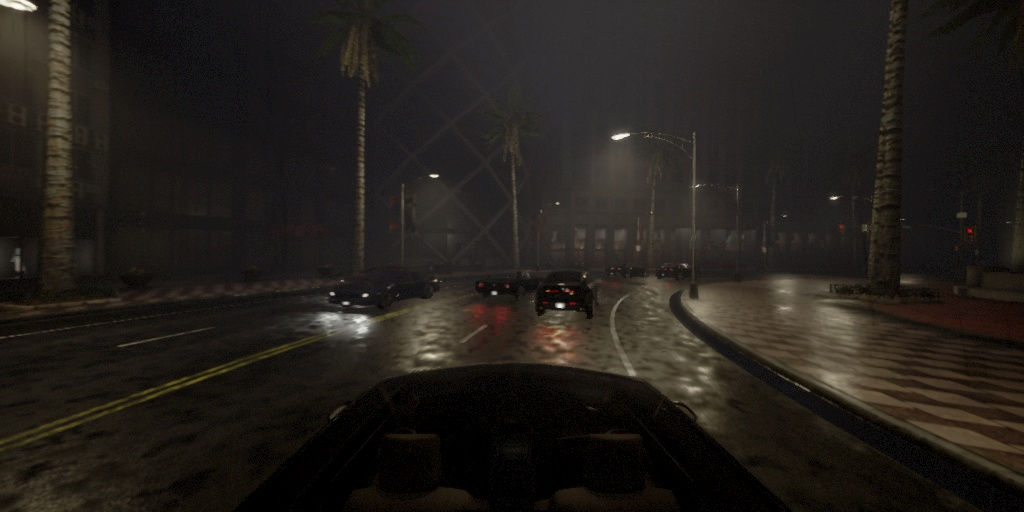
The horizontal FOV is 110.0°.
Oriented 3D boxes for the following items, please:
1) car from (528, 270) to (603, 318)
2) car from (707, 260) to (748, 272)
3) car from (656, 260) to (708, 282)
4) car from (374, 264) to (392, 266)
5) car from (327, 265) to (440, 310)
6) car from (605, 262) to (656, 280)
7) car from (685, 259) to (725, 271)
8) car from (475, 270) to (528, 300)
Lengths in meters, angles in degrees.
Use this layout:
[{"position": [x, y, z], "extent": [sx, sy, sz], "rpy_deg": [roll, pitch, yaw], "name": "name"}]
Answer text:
[{"position": [2.155, 1.252, 13.172], "extent": [1.837, 1.490, 4.892], "rpy_deg": [0, 0, 17], "name": "car"}, {"position": [25.192, 1.132, 42.439], "extent": [4.718, 1.301, 1.895], "rpy_deg": [0, 0, -9], "name": "car"}, {"position": [14.039, 1.305, 30.164], "extent": [4.902, 1.511, 2.128], "rpy_deg": [0, 0, -37], "name": "car"}, {"position": [-6.927, 1.188, 19.243], "extent": [1.812, 1.442, 4.674], "rpy_deg": [0, 0, 22], "name": "car"}, {"position": [-4.932, 1.234, 14.831], "extent": [2.033, 1.411, 5.357], "rpy_deg": [0, 0, 17], "name": "car"}, {"position": [10.169, 1.271, 31.523], "extent": [4.902, 1.511, 2.128], "rpy_deg": [0, 0, -41], "name": "car"}, {"position": [24.669, 1.143, 45.900], "extent": [4.181, 1.385, 1.994], "rpy_deg": [0, 0, -9], "name": "car"}, {"position": [0.066, 1.323, 17.674], "extent": [1.895, 1.301, 4.718], "rpy_deg": [0, 0, 22], "name": "car"}]
